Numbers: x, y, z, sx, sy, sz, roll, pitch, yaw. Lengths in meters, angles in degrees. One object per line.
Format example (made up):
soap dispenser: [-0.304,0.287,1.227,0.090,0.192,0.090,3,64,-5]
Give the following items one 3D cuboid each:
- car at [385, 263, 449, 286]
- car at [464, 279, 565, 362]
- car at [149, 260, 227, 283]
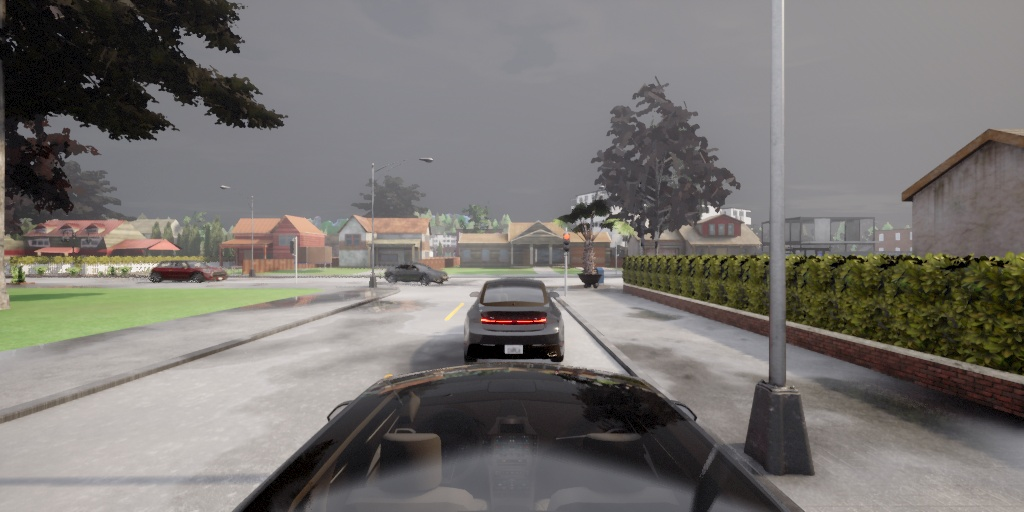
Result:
car: [-6.657,1.257,25.071,4.892,1.490,1.837,-1,-2,26]
car: [0.052,1.255,8.187,1.837,1.490,4.892,0,0,1]
car: [-24.070,1.101,26.825,4.553,1.767,2.097,0,0,0]
